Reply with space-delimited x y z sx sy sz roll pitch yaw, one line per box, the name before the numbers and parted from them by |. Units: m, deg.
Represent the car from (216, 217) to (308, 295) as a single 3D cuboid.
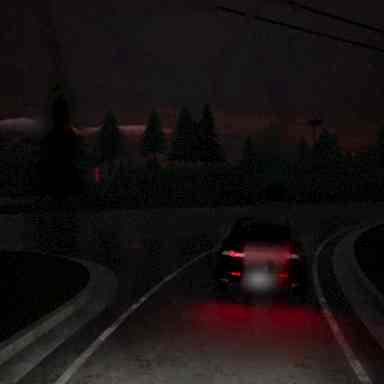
car | 1.821 1.382 8.535 2.128 1.511 4.902 0 1 14
